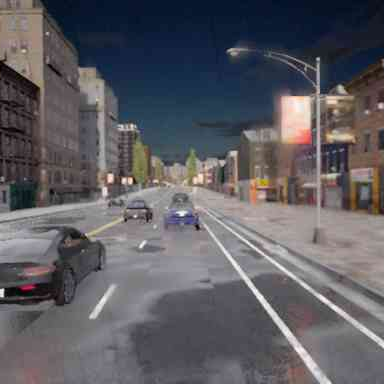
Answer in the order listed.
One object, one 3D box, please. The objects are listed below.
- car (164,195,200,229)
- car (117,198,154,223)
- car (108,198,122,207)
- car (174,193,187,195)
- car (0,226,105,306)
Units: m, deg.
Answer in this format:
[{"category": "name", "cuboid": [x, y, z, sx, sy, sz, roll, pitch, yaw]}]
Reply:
[{"category": "car", "cuboid": [-0.661, 1.323, 21.484, 2.097, 1.767, 4.553, -1, 0, -2]}, {"category": "car", "cuboid": [-4.069, 1.503, 25.763, 2.128, 1.511, 4.902, -1, 0, -2]}, {"category": "car", "cuboid": [-11.646, 1.598, 51.523, 1.994, 1.385, 4.181, -1, 0, -2]}, {"category": "car", "cuboid": [-1.446, 1.167, 42.357, 2.150, 2.045, 5.566, -1, 0, -2]}, {"category": "car", "cuboid": [-3.396, 1.540, 7.908, 1.812, 1.442, 4.674, -1, 0, -2]}]
